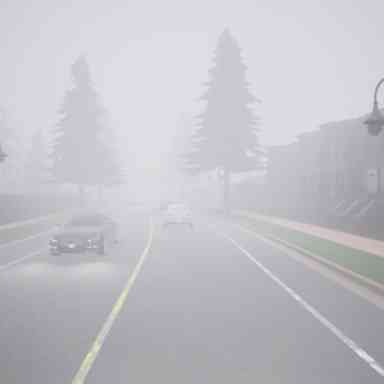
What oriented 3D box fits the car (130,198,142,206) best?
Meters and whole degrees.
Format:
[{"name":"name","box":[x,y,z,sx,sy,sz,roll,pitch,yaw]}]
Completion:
[{"name":"car","box":[-9.092,1.622,53.527,1.895,1.301,4.718,0,0,-11]}]

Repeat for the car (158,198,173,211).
[{"name":"car","box":[-3.078,1.498,40.270,2.128,1.511,4.902,0,0,-8]}]

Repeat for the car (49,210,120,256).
[{"name":"car","box":[-4.044,1.515,13.204,1.837,1.490,4.892,0,0,-3]}]

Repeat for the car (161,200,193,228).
[{"name":"car","box":[-0.977,1.528,22.345,1.812,1.442,4.674,0,0,-5]}]
